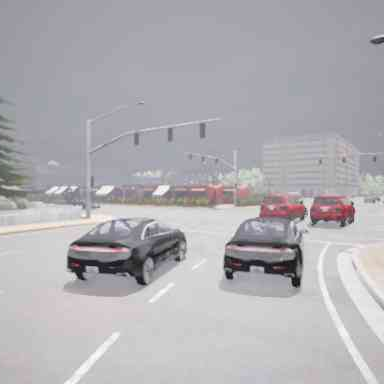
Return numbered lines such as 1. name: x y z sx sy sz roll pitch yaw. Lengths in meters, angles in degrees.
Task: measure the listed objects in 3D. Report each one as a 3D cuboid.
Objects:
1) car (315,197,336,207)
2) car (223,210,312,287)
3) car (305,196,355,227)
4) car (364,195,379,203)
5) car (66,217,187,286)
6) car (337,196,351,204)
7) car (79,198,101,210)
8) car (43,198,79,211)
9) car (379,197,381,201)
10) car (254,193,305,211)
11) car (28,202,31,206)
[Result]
1. car: 21.151 1.549 52.521 2.128 1.511 4.902 0 0 35
2. car: 2.212 1.492 9.513 2.128 1.511 4.902 0 0 19
3. car: 10.023 1.276 23.529 2.150 2.045 5.566 0 0 34
4. car: 37.506 1.647 70.135 2.033 1.411 5.357 0 0 34
5. car: -1.538 1.477 9.529 2.128 1.511 4.902 0 0 15
6. car: 29.682 1.610 64.892 1.812 1.442 4.674 0 0 34
7. car: -13.508 1.466 41.622 4.902 1.511 2.128 0 0 35
8. car: -15.636 1.531 38.838 4.181 1.385 1.994 0 0 35
9. car: 43.304 1.504 78.614 2.033 1.411 5.357 0 0 34
10. car: 7.014 1.268 25.311 2.150 2.045 5.566 0 0 34
11. car: -26.284 1.442 50.530 4.674 1.442 1.812 0 0 35
